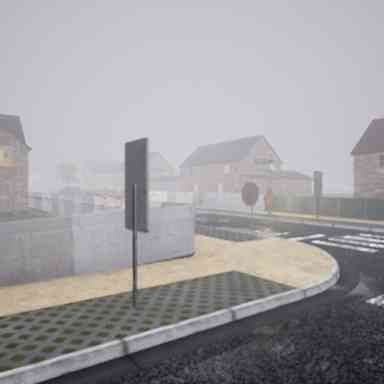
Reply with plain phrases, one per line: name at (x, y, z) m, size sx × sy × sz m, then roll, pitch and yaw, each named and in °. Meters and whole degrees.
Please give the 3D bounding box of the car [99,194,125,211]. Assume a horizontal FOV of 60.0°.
car at (-6.249, 0.971, 29.615) m, size 1.895 × 1.301 × 4.718 m, roll 0°, pitch 1°, yaw -36°

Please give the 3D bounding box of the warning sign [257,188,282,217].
warning sign at (5.282, 0.684, 22.767) m, size 1.300 × 1.860 × 1.060 m, roll -2°, pitch 1°, yaw -36°

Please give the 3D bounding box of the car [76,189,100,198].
car at (-13.288, 0.648, 44.323) m, size 2.033 × 1.411 × 5.357 m, roll 0°, pitch 1°, yaw -35°

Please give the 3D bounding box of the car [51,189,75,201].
car at (-18.513, 0.639, 46.787) m, size 1.895 × 1.301 × 4.718 m, roll 0°, pitch 1°, yaw -36°

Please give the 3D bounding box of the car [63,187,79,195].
car at (-19.311, 0.180, 52.595) m, size 2.150 × 2.045 × 5.566 m, roll 0°, pitch 1°, yaw -36°
